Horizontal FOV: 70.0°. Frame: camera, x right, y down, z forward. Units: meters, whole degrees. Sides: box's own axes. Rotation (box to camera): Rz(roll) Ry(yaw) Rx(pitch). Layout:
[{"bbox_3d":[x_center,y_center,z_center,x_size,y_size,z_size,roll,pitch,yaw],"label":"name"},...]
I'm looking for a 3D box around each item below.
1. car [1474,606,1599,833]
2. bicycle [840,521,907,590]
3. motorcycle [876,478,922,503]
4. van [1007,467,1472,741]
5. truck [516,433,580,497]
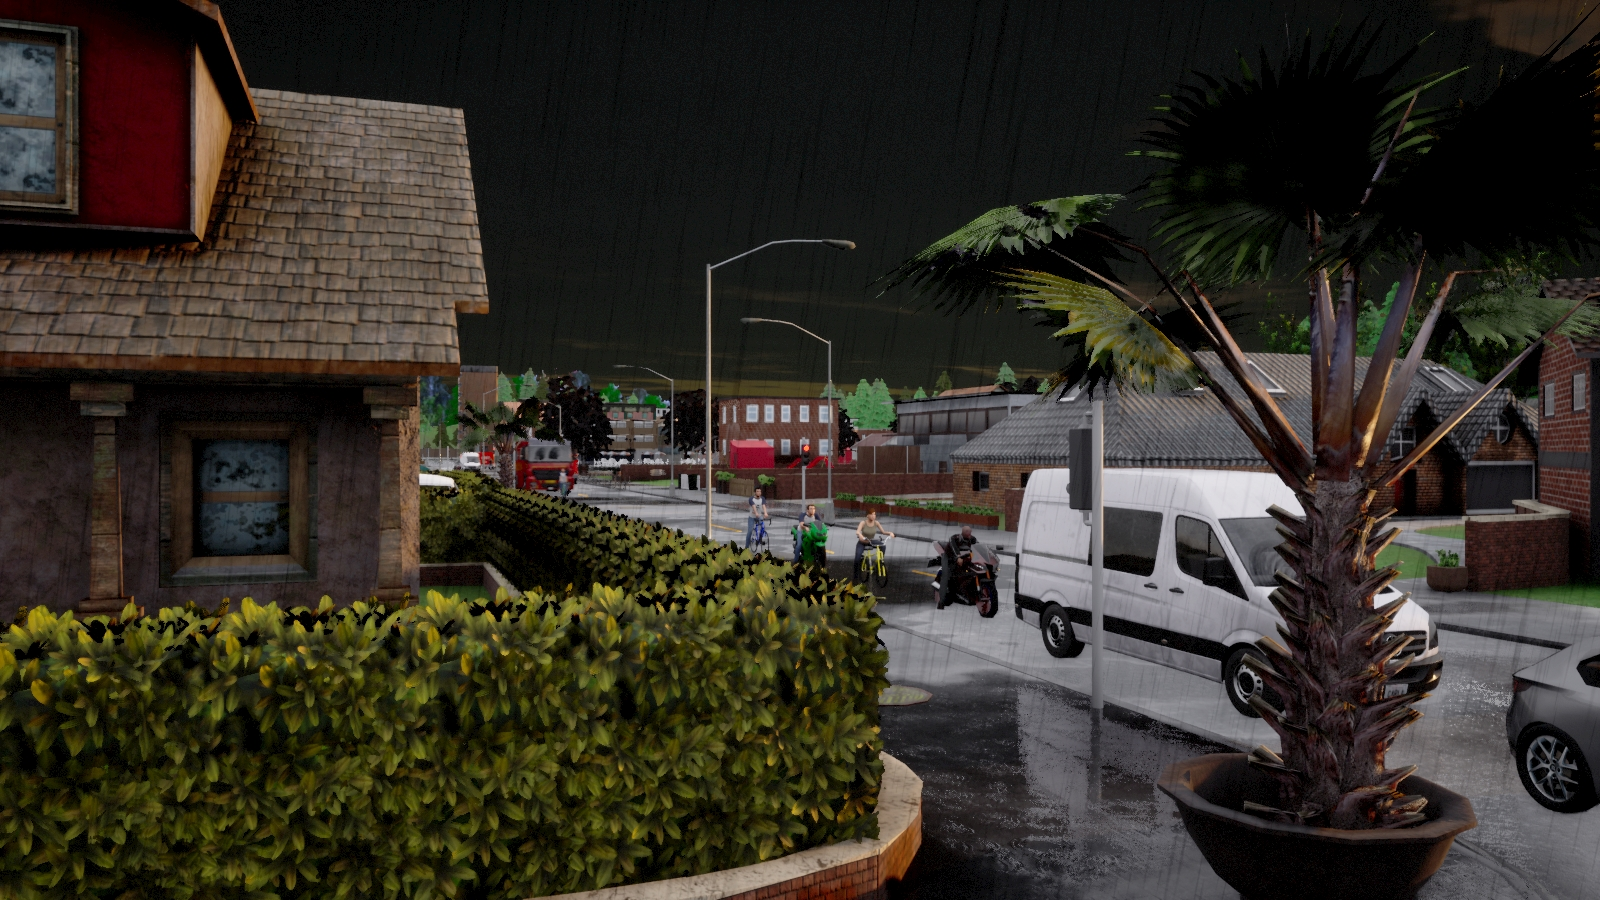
[{"bbox_3d":[6.934,2.069,7.650,1.816,1.474,4.193,0,0,-12],"label":"car"},{"bbox_3d":[1.505,2.162,23.648,0.859,1.276,1.487,0,0,-19],"label":"bicycle"},{"bbox_3d":[5.327,2.165,61.334,2.356,1.307,0.764,0,0,-20],"label":"motorcycle"},{"bbox_3d":[4.966,1.538,14.186,1.988,2.561,5.915,0,0,-20],"label":"van"},{"bbox_3d":[-16.246,0.894,73.198,2.891,3.827,8.468,0,0,-20],"label":"truck"}]
